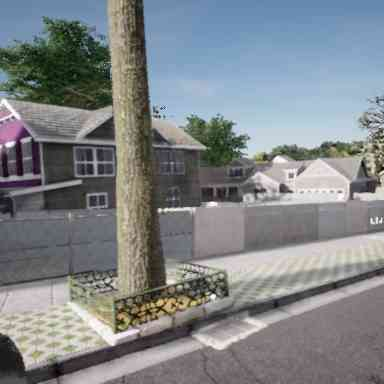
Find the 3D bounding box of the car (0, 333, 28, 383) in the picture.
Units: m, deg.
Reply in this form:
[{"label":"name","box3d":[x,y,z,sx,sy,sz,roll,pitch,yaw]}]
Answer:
[{"label":"car","box3d":[-3.044,1.510,0.898,4.902,1.511,2.128,-1,0,-36]}]
